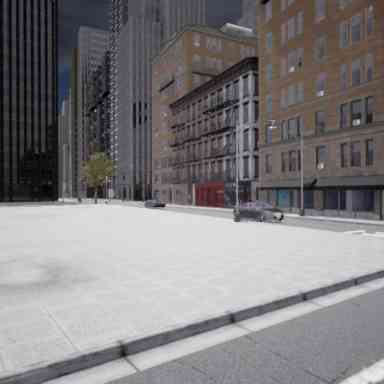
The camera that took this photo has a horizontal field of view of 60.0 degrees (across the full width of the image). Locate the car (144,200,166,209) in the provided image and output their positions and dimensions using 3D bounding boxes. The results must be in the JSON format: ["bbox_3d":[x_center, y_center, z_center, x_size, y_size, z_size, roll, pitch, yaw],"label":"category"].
[{"bbox_3d":[-5.381,1.823,48.336,1.895,1.301,4.718,0,0,-26],"label":"car"}]

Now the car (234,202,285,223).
[{"bbox_3d":[5.278,1.578,26.590,2.128,1.511,4.902,0,0,-26],"label":"car"}]
